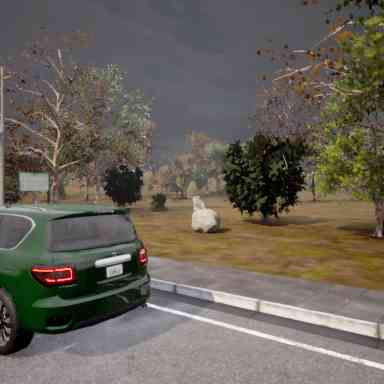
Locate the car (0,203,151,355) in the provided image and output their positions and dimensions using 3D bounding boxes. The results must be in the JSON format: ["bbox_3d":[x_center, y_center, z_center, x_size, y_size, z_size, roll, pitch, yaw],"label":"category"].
[{"bbox_3d":[-3.298,1.221,6.321,5.566,2.045,2.150,0,0,35],"label":"car"}]
